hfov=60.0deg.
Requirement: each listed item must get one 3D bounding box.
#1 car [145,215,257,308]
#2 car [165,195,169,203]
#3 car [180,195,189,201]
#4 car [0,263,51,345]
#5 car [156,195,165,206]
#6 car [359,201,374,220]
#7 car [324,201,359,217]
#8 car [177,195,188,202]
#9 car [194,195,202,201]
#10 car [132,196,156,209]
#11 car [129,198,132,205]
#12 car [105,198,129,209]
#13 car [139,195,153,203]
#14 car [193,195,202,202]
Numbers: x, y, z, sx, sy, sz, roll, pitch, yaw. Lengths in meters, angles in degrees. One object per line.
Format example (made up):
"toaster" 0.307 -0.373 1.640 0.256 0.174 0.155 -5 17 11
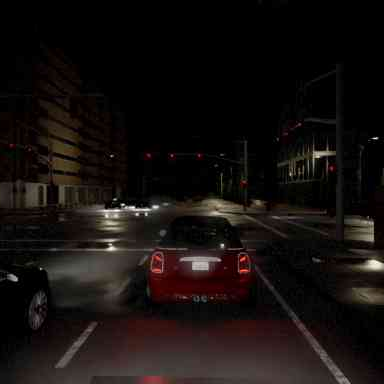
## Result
"car" 0.220 1.352 8.109 2.097 1.767 4.553 0 0 2
"car" -5.940 1.352 68.099 2.097 1.767 4.553 0 0 2
"car" -1.956 1.540 83.937 2.033 1.411 5.357 0 0 2
"car" -3.396 1.492 3.880 2.128 1.511 4.902 0 0 1
"car" -6.367 1.491 56.286 2.128 1.511 4.902 0 0 2
"car" 16.693 1.603 26.473 5.357 1.411 2.033 0 0 1
"car" 14.506 1.547 30.020 4.902 1.511 2.128 0 0 1
"car" -2.253 1.524 73.850 2.128 1.511 4.902 0 0 2
"car" 1.547 1.478 83.984 1.882 1.535 5.008 0 0 2
"car" -6.630 1.564 46.139 1.994 1.385 4.181 0 0 1
"car" -9.928 1.601 54.441 1.895 1.301 4.718 0 0 2
"car" -10.161 1.564 44.144 1.994 1.385 4.181 0 0 1
"car" -9.419 1.492 68.547 2.128 1.511 4.902 0 0 2
"car" 1.246 1.478 73.830 1.882 1.535 5.008 0 0 2
